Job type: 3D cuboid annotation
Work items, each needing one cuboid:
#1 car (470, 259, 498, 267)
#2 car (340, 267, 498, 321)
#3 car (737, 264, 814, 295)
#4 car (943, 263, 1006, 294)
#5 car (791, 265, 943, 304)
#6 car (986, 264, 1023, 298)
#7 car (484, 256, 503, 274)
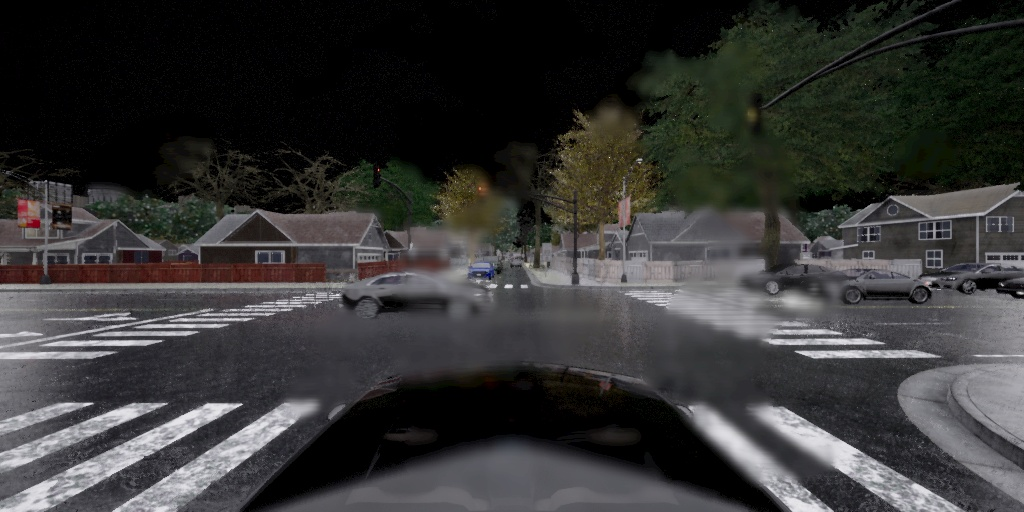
[{"bbox_3d":[-2.595,1.242,31.422,1.882,1.535,5.008,0,0,1],"label":"car"},{"bbox_3d":[-3.063,1.248,11.916,4.902,1.511,2.128,0,0,1],"label":"car"},{"bbox_3d":[14.262,1.159,18.330,4.892,1.490,1.837,0,0,2],"label":"car"},{"bbox_3d":[23.592,1.093,18.193,4.902,1.511,2.128,0,0,1],"label":"car"},{"bbox_3d":[14.716,1.217,15.082,4.181,1.385,1.994,0,0,1],"label":"car"},{"bbox_3d":[23.953,1.149,14.935,5.357,1.411,2.033,0,0,1],"label":"car"},{"bbox_3d":[-2.401,0.994,41.658,2.150,2.045,5.566,0,0,1],"label":"car"}]
